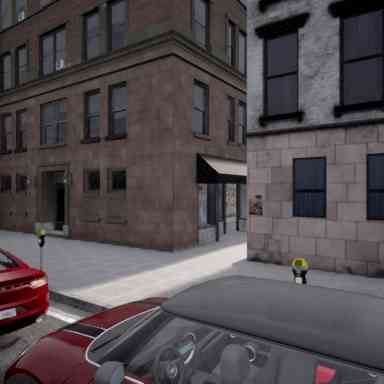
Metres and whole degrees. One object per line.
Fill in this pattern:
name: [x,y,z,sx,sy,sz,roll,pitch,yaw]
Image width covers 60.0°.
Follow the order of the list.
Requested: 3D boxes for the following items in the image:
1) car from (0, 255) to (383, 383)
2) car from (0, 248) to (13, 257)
car: [0.284,1.440,2.603,4.097,1.590,1.967,0,0,35]
car: [-4.364,1.544,5.872,4.507,1.381,1.887,0,0,35]
